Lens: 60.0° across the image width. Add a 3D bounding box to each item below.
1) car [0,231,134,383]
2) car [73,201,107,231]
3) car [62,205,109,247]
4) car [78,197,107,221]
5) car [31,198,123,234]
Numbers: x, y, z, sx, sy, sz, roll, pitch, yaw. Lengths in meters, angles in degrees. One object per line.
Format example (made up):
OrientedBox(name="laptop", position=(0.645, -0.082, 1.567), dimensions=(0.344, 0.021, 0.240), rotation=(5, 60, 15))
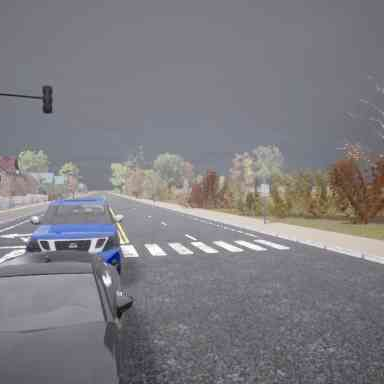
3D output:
OrientedBox(name="car", position=(-1.718, 1.524, 3.905), dimensions=(1.812, 1.442, 4.674), rotation=(0, 0, -13))
OrientedBox(name="car", position=(-6.585, 1.468, 21.811), dimensions=(1.882, 1.535, 5.008), rotation=(0, 0, -15))
OrientedBox(name="car", position=(-5.016, 1.498, 16.065), dimensions=(1.837, 1.490, 4.892), rotation=(0, 0, -15))
OrientedBox(name="car", position=(-8.146, 1.338, 27.544), dimensions=(2.097, 1.767, 4.553), rotation=(0, 0, -15))
OrientedBox(name="car", position=(-3.358, 1.218, 9.994), dimensions=(2.150, 2.045, 5.566), rotation=(0, 0, -15))
